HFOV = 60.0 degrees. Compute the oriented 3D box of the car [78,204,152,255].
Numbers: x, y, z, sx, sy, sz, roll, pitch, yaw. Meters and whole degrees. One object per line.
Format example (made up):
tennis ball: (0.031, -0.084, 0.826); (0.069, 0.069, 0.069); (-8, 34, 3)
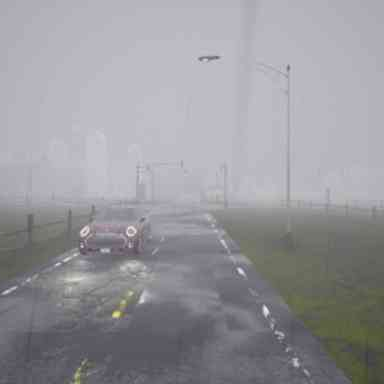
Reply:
car: (-2.849, 1.331, 13.178); (2.097, 1.767, 4.553); (0, 0, 0)
